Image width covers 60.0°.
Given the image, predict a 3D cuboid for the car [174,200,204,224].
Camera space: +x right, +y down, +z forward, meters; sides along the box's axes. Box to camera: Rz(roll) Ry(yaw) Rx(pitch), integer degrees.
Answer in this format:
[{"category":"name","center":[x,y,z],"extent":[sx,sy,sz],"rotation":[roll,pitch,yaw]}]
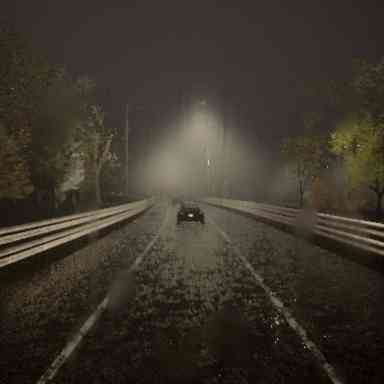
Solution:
[{"category":"car","center":[-0.151,1.562,24.859],"extent":[1.994,1.385,4.181],"rotation":[0,0,-2]}]

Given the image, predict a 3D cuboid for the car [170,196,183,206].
[{"category":"car","center":[-2.504,1.457,55.584],"extent":[1.837,1.490,4.892],"rotation":[1,0,-7]}]
